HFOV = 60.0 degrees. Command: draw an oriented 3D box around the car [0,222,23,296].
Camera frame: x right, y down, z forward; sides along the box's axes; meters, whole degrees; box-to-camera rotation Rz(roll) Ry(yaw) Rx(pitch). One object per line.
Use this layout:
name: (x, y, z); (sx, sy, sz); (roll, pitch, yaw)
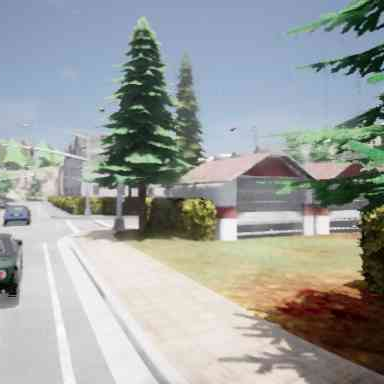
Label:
car: (-5.304, 1.675, 8.304); (1.895, 1.301, 4.718); (0, -1, -26)

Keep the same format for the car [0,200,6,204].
car: (-29.323, 1.936, 50.741); (2.128, 1.511, 4.902); (0, 0, -25)

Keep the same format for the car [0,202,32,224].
car: (-14.036, 1.796, 26.831); (2.033, 1.411, 5.357); (0, -1, -25)
